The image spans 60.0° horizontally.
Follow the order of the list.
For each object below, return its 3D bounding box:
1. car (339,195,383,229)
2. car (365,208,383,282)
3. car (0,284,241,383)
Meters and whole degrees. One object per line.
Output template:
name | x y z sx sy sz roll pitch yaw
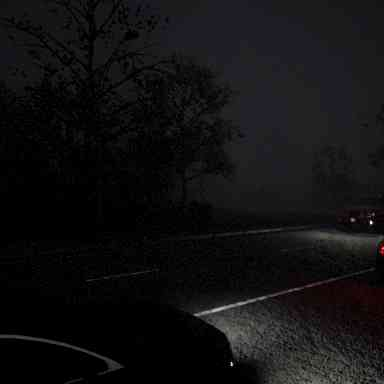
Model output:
car | 11.353 1.221 20.351 5.566 2.045 2.150 0 0 -34
car | 6.669 1.352 8.374 4.553 1.767 2.097 0 0 -35
car | -1.784 1.505 2.442 4.892 1.490 1.837 0 0 -36
